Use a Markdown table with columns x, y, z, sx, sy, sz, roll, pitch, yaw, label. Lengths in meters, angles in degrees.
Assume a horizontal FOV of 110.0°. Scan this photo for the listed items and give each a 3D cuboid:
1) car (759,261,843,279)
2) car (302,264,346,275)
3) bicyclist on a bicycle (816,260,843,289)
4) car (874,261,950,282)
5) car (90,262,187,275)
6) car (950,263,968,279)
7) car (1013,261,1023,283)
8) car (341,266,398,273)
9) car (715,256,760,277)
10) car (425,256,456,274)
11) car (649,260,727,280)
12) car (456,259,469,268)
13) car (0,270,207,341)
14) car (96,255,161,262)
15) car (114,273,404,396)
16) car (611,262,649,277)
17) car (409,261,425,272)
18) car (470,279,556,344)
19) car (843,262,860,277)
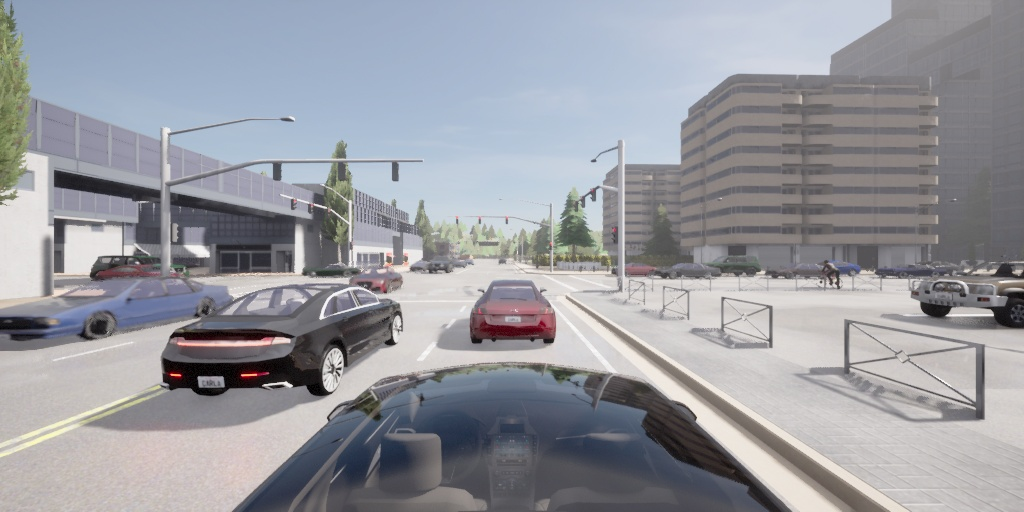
| x | y | z | sx | sy | sz | roll | pitch | yaw | label |
| --- | --- | --- | --- | --- | --- | --- | --- | --- | --- |
| 25.302 | 1.297 | 31.479 | 5.357 | 1.411 | 2.033 | 0 | 0 | -2 | car |
| -16.556 | 1.350 | 32.939 | 4.718 | 1.301 | 1.895 | 0 | 0 | -21 | car |
| 17.925 | 1.052 | 20.271 | 0.582 | 1.620 | 1.656 | 0 | 0 | -2 | bicyclist on a bicycle |
| 35.165 | 1.350 | 31.761 | 4.718 | 1.301 | 1.895 | 0 | 0 | -2 | car |
| -22.890 | 1.275 | 22.183 | 4.674 | 1.442 | 1.812 | 0 | 0 | 0 | car |
| 41.227 | 1.254 | 35.414 | 4.892 | 1.490 | 1.837 | 0 | 0 | -1 | car |
| 43.298 | 1.313 | 28.363 | 4.181 | 1.385 | 1.994 | 0 | 0 | -1 | car |
| -7.383 | 1.313 | 19.776 | 1.994 | 1.385 | 4.181 | 0 | 0 | -2 | car |
| 21.085 | 0.971 | 34.857 | 5.566 | 2.045 | 2.150 | 0 | 0 | -2 | car |
| -8.132 | 0.970 | 41.299 | 2.150 | 2.045 | 5.566 | 0 | 0 | -2 | car |
| 15.232 | 1.297 | 31.179 | 5.357 | 1.411 | 2.033 | 0 | 0 | -2 | car |
| -8.607 | 1.312 | 58.077 | 1.994 | 1.385 | 4.181 | 0 | 0 | -1 | car |
| -10.673 | 1.297 | 10.154 | 2.033 | 1.411 | 5.357 | 0 | 0 | -1 | car |
| -26.447 | 0.971 | 25.579 | 5.566 | 2.045 | 2.150 | 0 | 0 | -1 | car |
| -3.475 | 1.241 | 6.564 | 2.128 | 1.511 | 4.902 | 0 | 0 | 0 | car |
| 11.742 | 1.313 | 34.576 | 4.181 | 1.385 | 1.994 | 0 | 0 | -2 | car |
| -11.799 | 1.296 | 46.508 | 2.033 | 1.411 | 5.357 | 0 | 0 | -2 | car |
| 0.010 | 1.314 | 9.623 | 1.994 | 1.385 | 4.181 | 0 | 0 | 0 | car |
| 31.111 | 1.227 | 35.150 | 5.008 | 1.535 | 1.882 | 0 | 0 | -2 | car |
